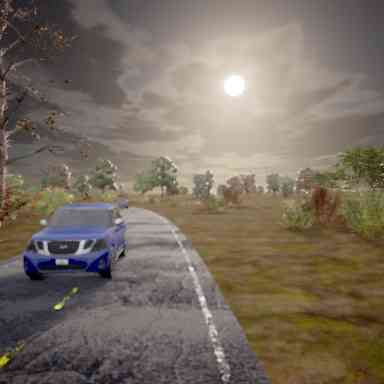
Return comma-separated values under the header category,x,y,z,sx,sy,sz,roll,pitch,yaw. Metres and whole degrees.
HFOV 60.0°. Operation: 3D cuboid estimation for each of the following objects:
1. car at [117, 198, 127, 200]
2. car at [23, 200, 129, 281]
category,x,y,z,sx,sy,sz,roll,pitch,yaw
car,-12.920,2.149,61.539,2.150,2.045,5.566,0,-1,-16
car,-3.414,1.396,10.854,2.150,2.045,5.566,0,-1,-5
